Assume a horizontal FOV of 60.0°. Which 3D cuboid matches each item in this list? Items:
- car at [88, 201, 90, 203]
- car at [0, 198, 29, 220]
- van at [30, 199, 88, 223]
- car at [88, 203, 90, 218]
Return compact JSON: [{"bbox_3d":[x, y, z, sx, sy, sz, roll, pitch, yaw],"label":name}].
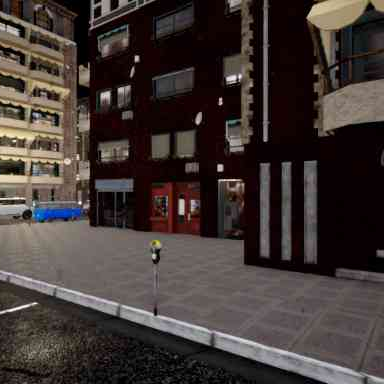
[{"bbox_3d":[-10.906,2.096,39.334,1.994,1.385,4.181,0,-1,36],"label":"car"},{"bbox_3d":[-17.156,1.546,30.576,2.150,2.045,5.566,0,-1,34],"label":"car"},{"bbox_3d":[-11.375,1.706,28.473,1.690,1.788,3.998,-1,-2,35],"label":"van"},{"bbox_3d":[-8.306,2.037,33.083,1.947,1.339,4.313,-1,-2,35],"label":"car"}]
